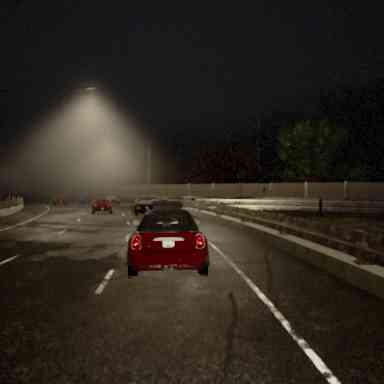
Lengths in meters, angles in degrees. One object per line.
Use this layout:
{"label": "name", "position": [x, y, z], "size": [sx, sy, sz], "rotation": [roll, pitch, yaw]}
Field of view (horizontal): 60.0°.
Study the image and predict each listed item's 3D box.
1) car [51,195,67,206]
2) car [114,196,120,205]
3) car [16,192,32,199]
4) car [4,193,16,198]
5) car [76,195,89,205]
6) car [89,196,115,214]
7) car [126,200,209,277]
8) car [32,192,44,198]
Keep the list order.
{"label": "car", "position": [-19.742, 1.234, 49.256], "size": [1.812, 1.442, 4.674], "rotation": [0, 1, -28]}
{"label": "car", "position": [-12.325, 1.283, 50.212], "size": [1.895, 1.301, 4.718], "rotation": [0, 0, -26]}
{"label": "car", "position": [-42.664, 0.746, 83.061], "size": [4.553, 1.767, 2.097], "rotation": [0, 1, 38]}
{"label": "car", "position": [-45.252, 0.925, 80.669], "size": [4.181, 1.385, 1.994], "rotation": [0, 1, 38]}
{"label": "car", "position": [-16.384, 1.217, 50.389], "size": [1.812, 1.442, 4.674], "rotation": [0, 0, -28]}
{"label": "car", "position": [-8.982, 1.319, 32.912], "size": [1.812, 1.442, 4.674], "rotation": [0, 1, -18]}
{"label": "car", "position": [-0.772, 1.282, 10.252], "size": [2.097, 1.767, 4.553], "rotation": [0, 0, -5]}
{"label": "car", "position": [-40.001, 0.860, 85.471], "size": [5.008, 1.535, 1.882], "rotation": [0, 1, 38]}
